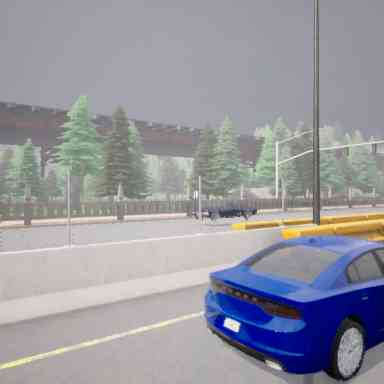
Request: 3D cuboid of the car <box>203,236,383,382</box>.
[{"bbox_3d":[2.500,1.477,5.539,5.008,1.535,1.882,0,0,-36],"label":"car"}]
